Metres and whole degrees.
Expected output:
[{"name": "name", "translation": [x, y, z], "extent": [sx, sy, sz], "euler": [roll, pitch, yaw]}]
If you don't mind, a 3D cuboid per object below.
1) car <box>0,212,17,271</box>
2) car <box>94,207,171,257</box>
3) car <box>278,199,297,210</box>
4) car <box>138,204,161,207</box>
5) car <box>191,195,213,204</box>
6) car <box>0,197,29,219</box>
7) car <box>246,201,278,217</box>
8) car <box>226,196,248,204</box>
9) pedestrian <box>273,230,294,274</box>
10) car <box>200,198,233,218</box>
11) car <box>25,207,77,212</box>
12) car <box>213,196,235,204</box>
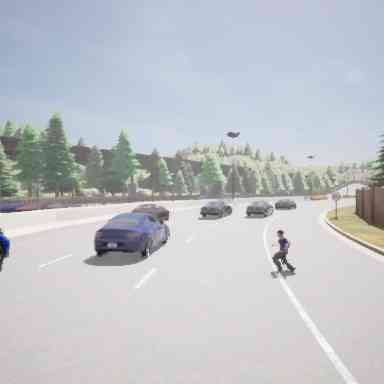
[{"name": "car", "translation": [-6.435, 1.221, 7.157], "extent": [2.150, 2.045, 5.566], "euler": [0, 0, 5]}, {"name": "car", "translation": [-2.176, 1.525, 12.828], "extent": [1.812, 1.442, 4.674], "euler": [0, 0, 9]}, {"name": "car", "translation": [12.168, 1.563, 43.167], "extent": [1.994, 1.385, 4.181], "euler": [0, 0, 32]}, {"name": "car", "translation": [-3.075, 1.563, 24.784], "extent": [1.994, 1.385, 4.181], "euler": [0, 0, 16]}, {"name": "car", "translation": [2.023, 1.476, 65.933], "extent": [1.882, 1.535, 5.008], "euler": [0, 0, 36]}, {"name": "car", "translation": [-16.681, 1.351, 28.748], "extent": [2.097, 1.767, 4.553], "euler": [0, 0, 17]}, {"name": "car", "translation": [6.484, 1.547, 31.439], "extent": [2.033, 1.411, 5.357], "euler": [0, 0, 23]}, {"name": "car", "translation": [8.586, 1.476, 63.109], "extent": [1.882, 1.535, 5.008], "euler": [0, 0, 37]}, {"name": "pedestrian", "translation": [2.511, 1.574, 9.106], "extent": [0.375, 1.300, 0.375], "euler": [0, 0, 7]}, {"name": "car", "translation": [2.308, 1.547, 30.304], "extent": [2.033, 1.411, 5.357], "euler": [0, 0, 20]}, {"name": "car", "translation": [-10.267, 1.525, 25.809], "extent": [1.812, 1.442, 4.674], "euler": [0, 0, 16]}, {"name": "car", "translation": [6.299, 1.490, 65.871], "extent": [2.128, 1.511, 4.902], "euler": [0, 0, 37]}]
